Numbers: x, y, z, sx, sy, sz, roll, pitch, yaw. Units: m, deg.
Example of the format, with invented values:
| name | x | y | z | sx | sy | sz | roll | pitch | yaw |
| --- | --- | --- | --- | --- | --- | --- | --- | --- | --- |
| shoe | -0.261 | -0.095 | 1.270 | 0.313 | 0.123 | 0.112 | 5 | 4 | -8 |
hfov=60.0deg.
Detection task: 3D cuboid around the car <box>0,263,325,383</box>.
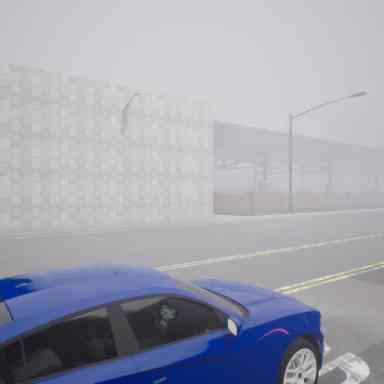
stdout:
| name | x | y | z | sx | sy | sz | roll | pitch | yaw |
| --- | --- | --- | --- | --- | --- | --- | --- | --- | --- |
| car | -0.723 | 1.478 | 3.234 | 5.008 | 1.535 | 1.882 | 0 | 0 | -36 |
